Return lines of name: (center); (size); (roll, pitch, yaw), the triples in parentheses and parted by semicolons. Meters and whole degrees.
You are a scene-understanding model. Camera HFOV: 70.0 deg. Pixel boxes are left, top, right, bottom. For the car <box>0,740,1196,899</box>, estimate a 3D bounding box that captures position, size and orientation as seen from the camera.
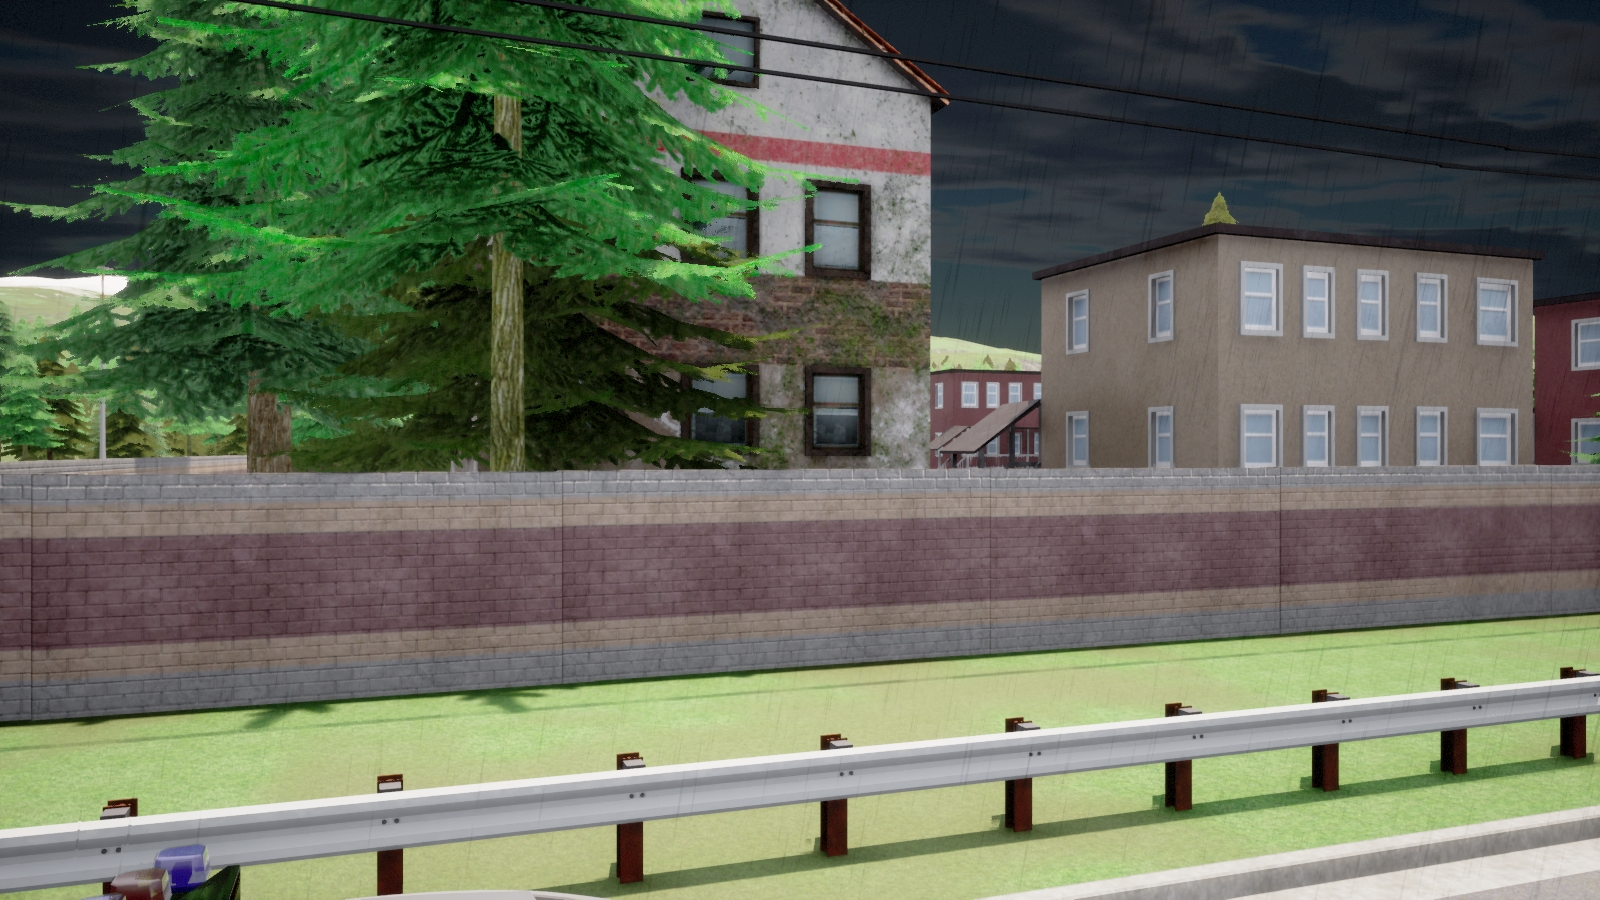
car: (-1.671, 1.982, 2.695); (5.238, 1.638, 2.097); (0, 0, -20)
